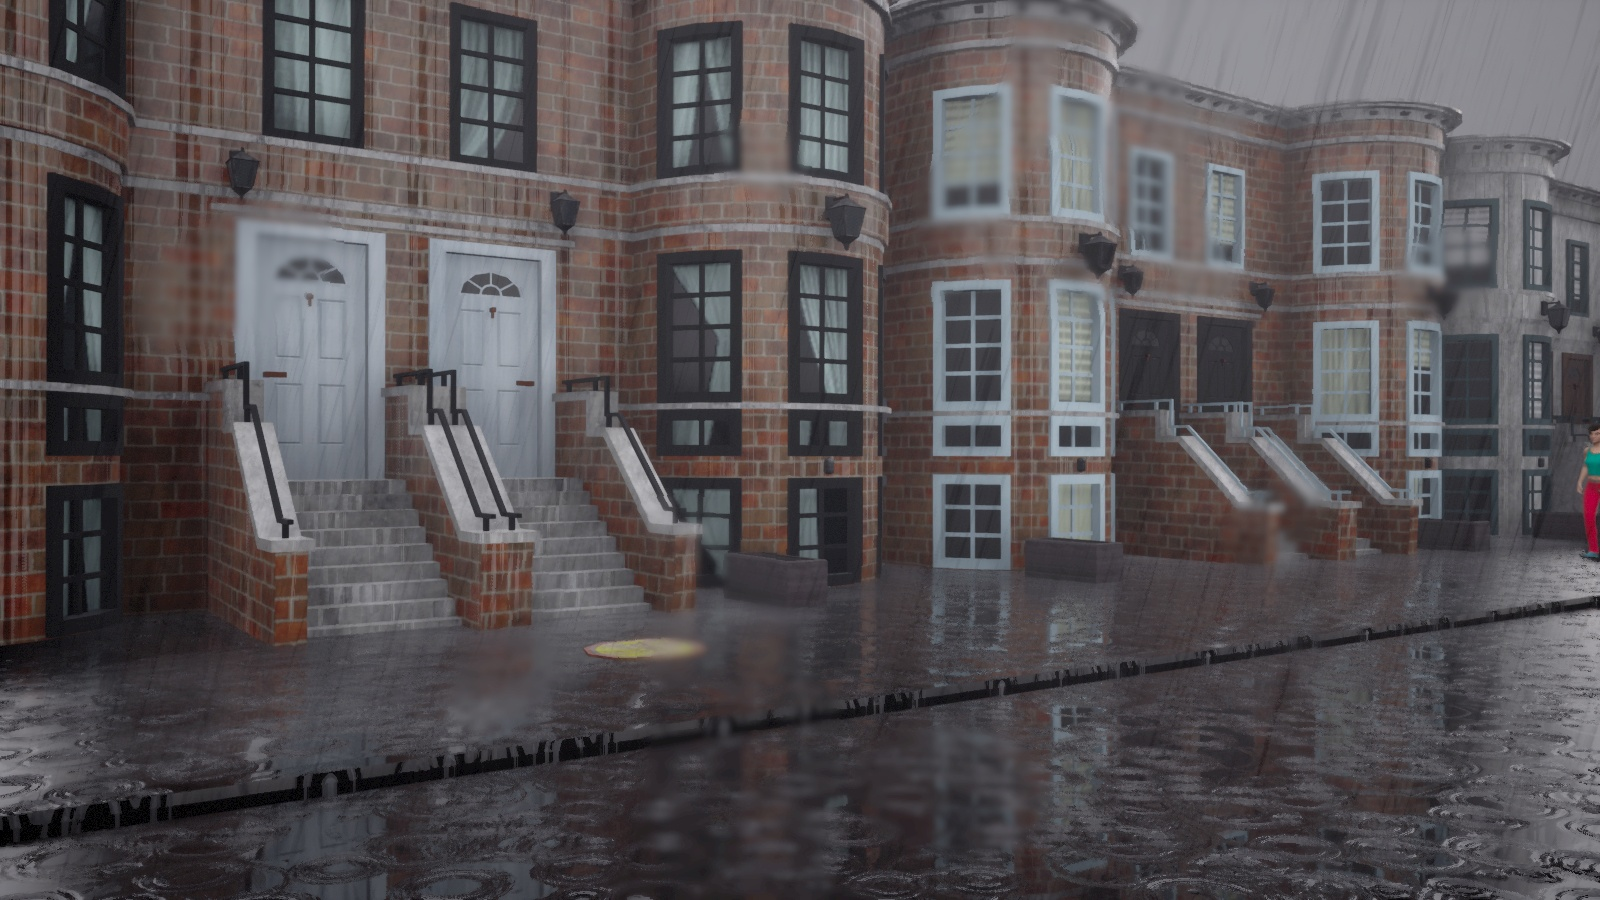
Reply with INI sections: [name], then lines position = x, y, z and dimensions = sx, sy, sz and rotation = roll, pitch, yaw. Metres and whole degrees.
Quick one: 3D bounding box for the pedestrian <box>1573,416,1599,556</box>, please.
[pedestrian]
position = 10.655, 0.473, 16.751
dimensions = 0.594, 1.836, 0.345
rotation = 0, 0, -29
